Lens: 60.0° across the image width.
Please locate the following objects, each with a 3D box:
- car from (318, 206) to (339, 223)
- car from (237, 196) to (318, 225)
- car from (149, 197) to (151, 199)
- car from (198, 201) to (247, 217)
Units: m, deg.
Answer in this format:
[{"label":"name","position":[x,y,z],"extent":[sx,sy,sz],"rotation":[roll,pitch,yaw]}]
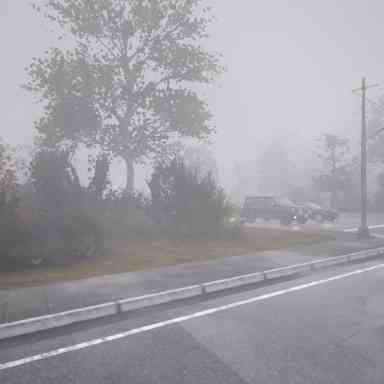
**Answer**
[{"label":"car","position":[9.236,1.566,26.845],"extent":[1.882,1.535,5.008],"rotation":[0,-1,-39]},{"label":"car","position":[6.201,1.316,25.101],"extent":[2.150,2.045,5.566],"rotation":[0,-1,-37]},{"label":"car","position":[-8.273,1.904,54.766],"extent":[5.566,2.045,2.150],"rotation":[-1,-1,39]},{"label":"car","position":[3.049,1.706,34.156],"extent":[1.882,1.535,5.008],"rotation":[0,-1,-43]}]
